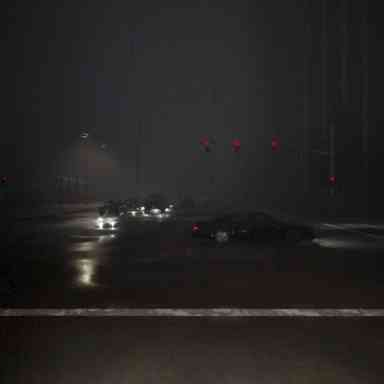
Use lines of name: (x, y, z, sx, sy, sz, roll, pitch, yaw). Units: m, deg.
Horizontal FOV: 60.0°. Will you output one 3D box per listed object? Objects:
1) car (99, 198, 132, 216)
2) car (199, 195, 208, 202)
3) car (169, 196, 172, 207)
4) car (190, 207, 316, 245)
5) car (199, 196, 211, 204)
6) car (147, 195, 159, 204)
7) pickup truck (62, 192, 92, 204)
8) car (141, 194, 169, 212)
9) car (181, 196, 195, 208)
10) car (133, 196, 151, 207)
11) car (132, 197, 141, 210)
car: (-7.707, 1.491, 32.809, 2.128, 1.511, 4.902, 0, 0, 2)
car: (2.538, 1.524, 75.124, 1.812, 1.442, 4.674, 0, 0, -1)
car: (-4.285, 1.601, 48.390, 1.895, 1.301, 4.718, 0, 0, -1)
car: (2.588, 1.548, 14.812, 5.357, 1.411, 2.033, 0, 0, 0)
car: (2.742, 1.491, 64.740, 2.128, 1.511, 4.902, 0, 0, -1)
car: (-7.889, 1.479, 67.456, 1.882, 1.535, 5.008, 0, 0, 0)
pickup truck: (-20.932, 1.059, 59.956, 2.390, 2.098, 6.274, 0, 0, 30)
car: (-4.190, 1.221, 38.443, 2.150, 2.045, 5.566, 0, 0, -1)
car: (-0.574, 1.601, 47.295, 1.895, 1.301, 4.718, 0, 0, -1)
car: (-7.828, 1.491, 52.495, 2.128, 1.511, 4.902, 0, 0, -1)
car: (-7.729, 1.478, 42.111, 1.882, 1.535, 5.008, 0, 0, -1)
